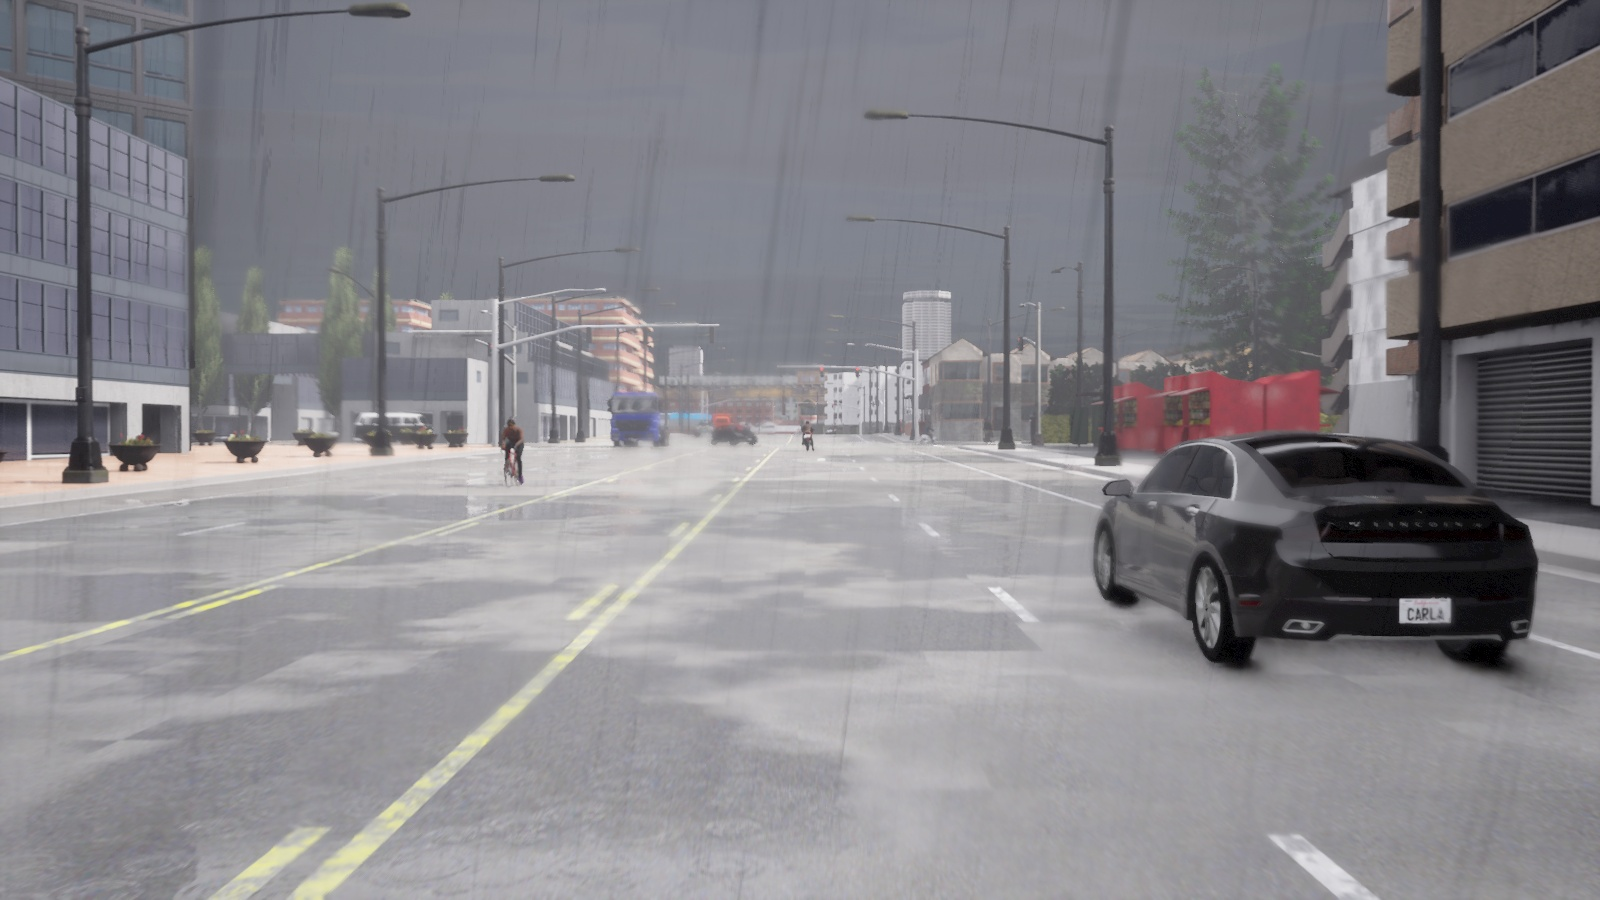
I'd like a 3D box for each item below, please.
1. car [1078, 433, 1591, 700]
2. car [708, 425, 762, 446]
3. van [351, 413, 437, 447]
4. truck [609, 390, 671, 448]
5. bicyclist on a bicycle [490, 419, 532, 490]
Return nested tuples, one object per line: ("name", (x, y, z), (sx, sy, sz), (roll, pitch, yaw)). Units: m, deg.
("car", (3.571, 0.632, 9.572), (1.837, 1.490, 4.892), (0, 1, 0))
("car", (-4.576, -1.030, 88.180), (1.816, 1.474, 4.193), (-1, 1, -35))
("van", (-24.500, -1.205, 75.840), (4.480, 2.038, 2.069), (0, 1, 1))
("truck", (-10.023, -1.925, 79.574), (2.891, 3.462, 7.936), (0, 1, 0))
("bicyclist on a bicycle", (-6.813, 0.085, 29.651), (0.582, 1.620, 1.656), (0, 2, 0))
